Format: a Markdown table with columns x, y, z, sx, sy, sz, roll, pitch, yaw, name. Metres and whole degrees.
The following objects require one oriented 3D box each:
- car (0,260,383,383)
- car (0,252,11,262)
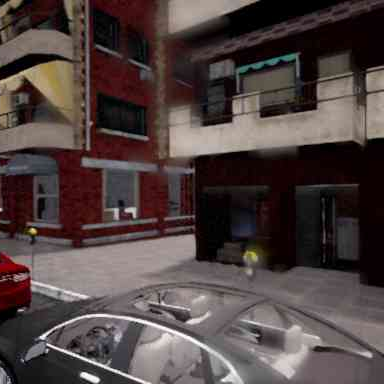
| x | y | z | sx | sy | sz | roll | pitch | yaw | name |
| --- | --- | --- | --- | --- | --- | --- | --- | --- | --- |
| -0.273 | 1.563 | 3.081 | 4.403 | 1.369 | 2.008 | 0 | -1 | 36 | car |
| -4.875 | 1.584 | 6.381 | 4.507 | 1.381 | 1.887 | 0 | -1 | 36 | car |
